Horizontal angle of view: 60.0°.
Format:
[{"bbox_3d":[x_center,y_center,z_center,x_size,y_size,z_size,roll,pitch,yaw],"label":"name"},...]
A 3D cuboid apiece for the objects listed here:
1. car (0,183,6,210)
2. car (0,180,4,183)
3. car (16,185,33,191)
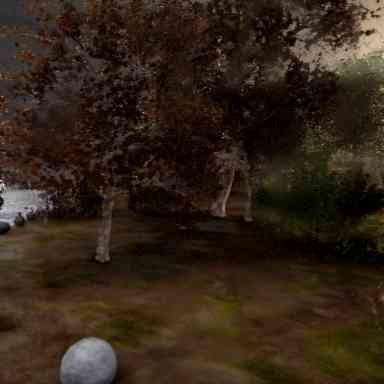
[{"bbox_3d":[-16.794,0.612,26.052,2.150,2.045,5.566,0,3,-8],"label":"car"},{"bbox_3d":[-30.303,-0.725,50.216,2.435,2.045,5.566,0,3,-3],"label":"car"},{"bbox_3d":[-30.943,-1.041,61.243,2.163,1.488,4.792,0,3,-3],"label":"car"}]
